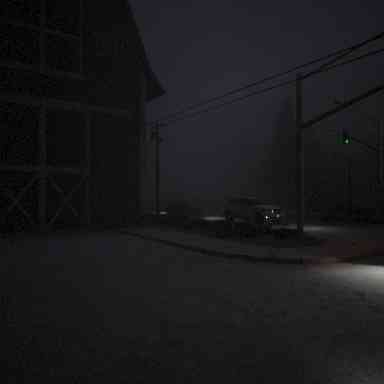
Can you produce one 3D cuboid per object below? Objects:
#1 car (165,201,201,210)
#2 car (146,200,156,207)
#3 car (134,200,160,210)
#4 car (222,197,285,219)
[{"bbox_3d":[-0.942,1.707,34.710,1.882,1.535,5.008,0,0,-35],"label":"car"},{"bbox_3d":[-6.329,1.784,42.571,1.837,1.490,4.892,0,0,-34],"label":"car"},{"bbox_3d":[-6.759,1.920,49.544,1.895,1.301,4.718,0,0,-34],"label":"car"},{"bbox_3d":[4.699,1.399,26.483,2.150,2.045,5.566,0,0,-34],"label":"car"}]
